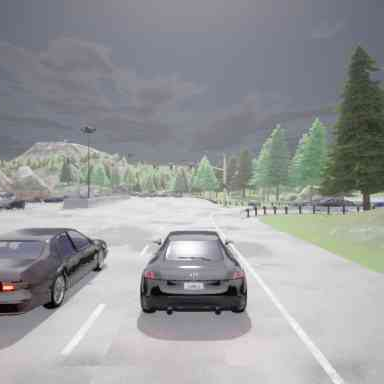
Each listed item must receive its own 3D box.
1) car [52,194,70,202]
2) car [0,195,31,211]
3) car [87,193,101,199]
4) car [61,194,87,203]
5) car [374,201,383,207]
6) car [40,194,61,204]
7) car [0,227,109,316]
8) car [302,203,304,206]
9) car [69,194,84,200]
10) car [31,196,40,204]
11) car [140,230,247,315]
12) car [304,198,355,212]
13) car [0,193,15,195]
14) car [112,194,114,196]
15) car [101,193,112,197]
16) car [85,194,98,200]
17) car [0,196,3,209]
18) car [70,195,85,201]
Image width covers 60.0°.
[{"bbox_3d":[-28.709,1.273,73.026,2.128,1.511,4.902,0,0,-1],"label":"car"},{"bbox_3d":[-21.453,1.393,39.134,2.128,1.511,4.902,0,0,-1],"label":"car"},{"bbox_3d":[-21.698,1.277,71.984,1.812,1.442,4.674,0,0,-1],"label":"car"},{"bbox_3d":[-21.631,1.293,61.085,2.128,1.511,4.902,0,0,0],"label":"car"},{"bbox_3d":[24.476,1.374,39.636,5.008,1.535,1.882,0,0,13],"label":"car"},{"bbox_3d":[-25.102,1.406,60.137,1.895,1.301,4.718,0,0,0],"label":"car"},{"bbox_3d":[-3.469,1.547,7.798,2.033,1.411,5.357,0,0,0],"label":"car"},{"bbox_3d":[15.730,1.454,41.052,4.181,1.385,1.994,0,0,7],"label":"car"},{"bbox_3d":[-28.873,1.242,83.322,2.033,1.411,5.357,0,0,-3],"label":"car"},{"bbox_3d":[-28.602,1.372,59.267,1.994,1.385,4.181,0,0,0],"label":"car"},{"bbox_3d":[0.030,1.563,7.649,1.994,1.385,4.181,0,0,0],"label":"car"},{"bbox_3d":[15.656,1.398,37.531,4.902,1.511,2.128,0,0,7],"label":"car"},{"bbox_3d":[-24.996,1.104,43.345,2.150,2.045,5.566,0,0,-1],"label":"car"},{"bbox_3d":[-22.813,1.019,91.775,2.097,1.767,4.553,0,0,-7],"label":"car"},{"bbox_3d":[-21.833,1.250,81.471,2.033,1.411,5.357,0,0,-1],"label":"car"},{"bbox_3d":[-25.426,1.238,84.168,2.033,1.411,5.357,0,0,-3],"label":"car"},{"bbox_3d":[-6.945,1.221,7.587,2.150,2.045,5.566,0,0,-2],"label":"car"},{"bbox_3d":[-25.214,1.298,73.494,1.994,1.385,4.181,0,0,-1],"label":"car"}]
